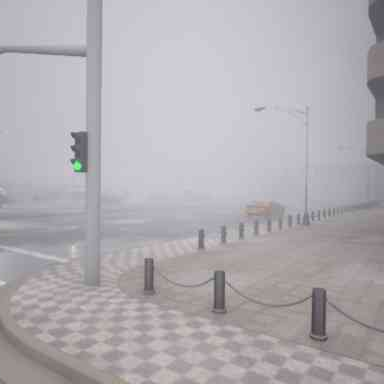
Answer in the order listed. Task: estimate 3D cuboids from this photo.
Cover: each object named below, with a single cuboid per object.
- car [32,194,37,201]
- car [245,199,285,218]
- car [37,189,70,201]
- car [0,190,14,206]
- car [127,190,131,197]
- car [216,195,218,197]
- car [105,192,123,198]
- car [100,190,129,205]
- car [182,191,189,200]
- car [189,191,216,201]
[{"bbox_3d":[-28.773,0.603,65.263,1.784,1.438,3.905,1,1,36],"label":"car"},{"bbox_3d":[6.359,1.381,28.507,1.882,1.535,5.008,1,1,36],"label":"car"},{"bbox_3d":[-26.466,0.431,63.507,1.932,1.855,4.605,1,1,36],"label":"car"},{"bbox_3d":[-26.295,0.820,44.823,1.970,1.475,3.806,1,1,36],"label":"car"},{"bbox_3d":[-16.180,0.436,77.690,1.905,1.878,3.866,1,1,36],"label":"car"},{"bbox_3d":[4.320,0.951,89.477,5.357,1.411,2.033,1,1,37],"label":"car"},{"bbox_3d":[-18.518,0.637,79.403,1.970,1.475,3.806,1,1,36],"label":"car"},{"bbox_3d":[-12.750,0.899,53.646,1.970,1.475,3.806,1,1,36],"label":"car"},{"bbox_3d":[-0.288,0.698,66.182,1.905,1.878,3.866,1,1,36],"label":"car"},{"bbox_3d":[2.021,0.733,64.436,1.932,1.855,4.605,1,1,36],"label":"car"}]
